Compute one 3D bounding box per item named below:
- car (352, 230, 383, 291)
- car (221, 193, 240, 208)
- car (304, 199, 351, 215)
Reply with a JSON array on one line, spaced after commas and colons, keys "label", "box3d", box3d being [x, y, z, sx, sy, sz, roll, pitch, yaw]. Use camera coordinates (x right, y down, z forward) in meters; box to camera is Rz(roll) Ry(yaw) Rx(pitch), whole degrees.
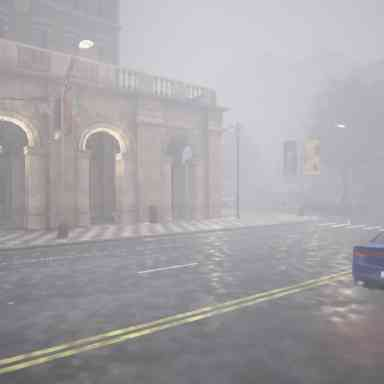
[{"label": "car", "box3d": [5.803, 1.478, 7.996, 5.008, 1.535, 1.882, 0, 0, -37]}, {"label": "car", "box3d": [4.423, 1.223, 47.510, 2.150, 2.045, 5.566, 0, 0, -36]}, {"label": "car", "box3d": [13.579, 1.477, 33.672, 1.882, 1.535, 5.008, 1, 0, -25]}]
